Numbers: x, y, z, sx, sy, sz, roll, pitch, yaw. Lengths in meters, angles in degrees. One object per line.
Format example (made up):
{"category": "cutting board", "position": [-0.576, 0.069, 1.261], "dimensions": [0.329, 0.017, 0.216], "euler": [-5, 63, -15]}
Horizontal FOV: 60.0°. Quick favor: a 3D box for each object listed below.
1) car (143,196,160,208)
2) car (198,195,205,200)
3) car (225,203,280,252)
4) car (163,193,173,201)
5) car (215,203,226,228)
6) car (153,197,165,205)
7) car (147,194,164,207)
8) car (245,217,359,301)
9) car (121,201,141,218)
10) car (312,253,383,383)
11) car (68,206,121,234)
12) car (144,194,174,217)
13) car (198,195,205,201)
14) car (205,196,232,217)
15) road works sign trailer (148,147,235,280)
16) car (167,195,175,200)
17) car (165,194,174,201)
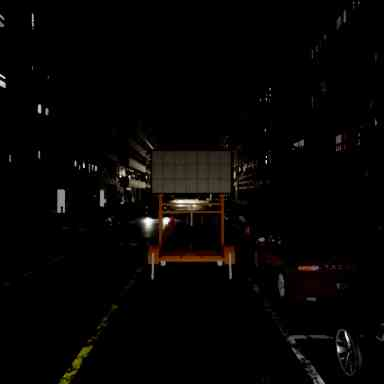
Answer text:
{"category": "car", "position": [-5.755, 1.430, 47.588], "dimensions": [1.967, 1.590, 4.097], "euler": [0, 0, 0]}
{"category": "car", "position": [2.563, 1.513, 92.686], "dimensions": [1.887, 1.381, 4.507], "euler": [0, 0, 0]}
{"category": "car", "position": [2.674, 1.440, 13.777], "dimensions": [1.967, 1.590, 4.097], "euler": [0, 0, 0]}
{"category": "car", "position": [-5.801, 1.289, 81.406], "dimensions": [2.192, 1.841, 5.009], "euler": [0, 0, 0]}
{"category": "car", "position": [2.666, 1.550, 19.413], "dimensions": [2.008, 1.369, 4.403], "euler": [0, 0, 0]}
{"category": "car", "position": [-5.771, 1.568, 58.861], "dimensions": [1.802, 1.307, 4.206], "euler": [0, 0, 0]}
{"category": "car", "position": [-5.761, 1.303, 53.224], "dimensions": [2.192, 1.841, 5.009], "euler": [0, 0, 0]}
{"category": "car", "position": [2.682, 1.545, 8.140], "dimensions": [1.887, 1.381, 4.507], "euler": [0, 0, 0]}
{"category": "car", "position": [-5.731, 1.522, 30.507], "dimensions": [1.752, 1.417, 4.829], "euler": [0, 0, 0]}
{"category": "car", "position": [2.689, 1.566, 2.504], "dimensions": [1.947, 1.339, 4.313], "euler": [0, 0, 0]}
{"category": "car", "position": [-5.715, 1.565, 19.404], "dimensions": [1.947, 1.339, 4.313], "euler": [0, 0, 0]}
{"category": "car", "position": [-3.041, 1.348, 30.599], "dimensions": [2.097, 1.767, 4.553], "euler": [0, 0, 0]}
{"category": "car", "position": [2.578, 1.500, 81.584], "dimensions": [1.752, 1.417, 4.829], "euler": [0, 0, 0]}
{"category": "car", "position": [2.651, 1.311, 30.686], "dimensions": [2.192, 1.841, 5.009], "euler": [0, 0, 0]}
{"category": "road works sign trailer", "position": [-0.013, 0.464, 9.906], "dimensions": [2.380, 3.560, 2.880], "euler": [0, 0, 0]}
{"category": "car", "position": [-5.818, 1.513, 92.679], "dimensions": [1.887, 1.381, 4.507], "euler": [0, 0, 0]}
{"category": "car", "position": [-5.810, 1.411, 87.041], "dimensions": [1.967, 1.590, 4.097], "euler": [0, 0, 0]}
